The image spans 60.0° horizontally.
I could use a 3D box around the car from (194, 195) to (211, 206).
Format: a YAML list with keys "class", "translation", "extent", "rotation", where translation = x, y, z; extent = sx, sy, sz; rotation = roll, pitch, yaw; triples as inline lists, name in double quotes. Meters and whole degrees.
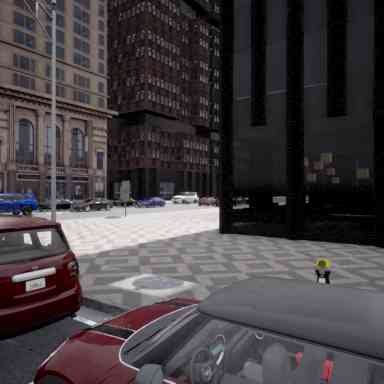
- class: "car"
  translation: [2.809, 1.445, 51.807]
  extent: [1.994, 1.385, 4.181]
  rotation: [0, 0, 37]

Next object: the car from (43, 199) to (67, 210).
- class: "car"
  translation: [-15.258, 1.514, 37.831]
  extent: [1.895, 1.301, 4.718]
  rotation: [0, 0, 35]

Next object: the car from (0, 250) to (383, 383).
- class: "car"
  translation: [0.540, 1.440, 2.572]
  extent: [4.097, 1.590, 1.967]
  rotation: [0, 0, 35]

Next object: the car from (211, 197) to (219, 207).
- class: "car"
  translation: [5.222, 1.401, 49.587]
  extent: [1.837, 1.490, 4.892]
  rotation: [0, 0, 36]

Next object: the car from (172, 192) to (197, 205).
- class: "car"
  translation: [-1.176, 1.072, 57.538]
  extent: [2.150, 2.045, 5.566]
  rotation: [0, 0, 36]

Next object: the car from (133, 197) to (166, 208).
- class: "car"
  translation: [-5.528, 1.420, 45.910]
  extent: [1.812, 1.442, 4.674]
  rotation: [0, 0, 36]

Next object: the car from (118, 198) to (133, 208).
- class: "car"
  translation: [-9.495, 1.488, 45.938]
  extent: [1.895, 1.301, 4.718]
  rotation: [0, 0, 35]

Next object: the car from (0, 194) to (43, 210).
- class: "car"
  translation: [-16.853, 1.167, 29.986]
  extent: [2.150, 2.045, 5.566]
  rotation: [0, 0, 34]

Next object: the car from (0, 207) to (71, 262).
- class: "car"
  translation: [-4.030, 1.314, 5.812]
  extent: [5.009, 1.841, 2.192]
  rotation: [0, 0, 35]

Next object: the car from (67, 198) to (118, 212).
- class: "car"
  translation: [-11.218, 1.425, 37.903]
  extent: [1.837, 1.490, 4.892]
  rotation: [0, 0, 36]
